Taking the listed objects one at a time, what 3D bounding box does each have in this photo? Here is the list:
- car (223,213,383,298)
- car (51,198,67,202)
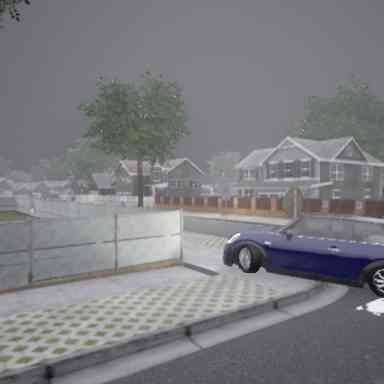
[{"bbox_3d":[3.129,1.304,8.449,4.553,1.767,2.097,4,2,29],"label":"car"},{"bbox_3d":[-18.780,1.540,46.746,2.128,1.511,4.902,0,0,-36],"label":"car"}]
